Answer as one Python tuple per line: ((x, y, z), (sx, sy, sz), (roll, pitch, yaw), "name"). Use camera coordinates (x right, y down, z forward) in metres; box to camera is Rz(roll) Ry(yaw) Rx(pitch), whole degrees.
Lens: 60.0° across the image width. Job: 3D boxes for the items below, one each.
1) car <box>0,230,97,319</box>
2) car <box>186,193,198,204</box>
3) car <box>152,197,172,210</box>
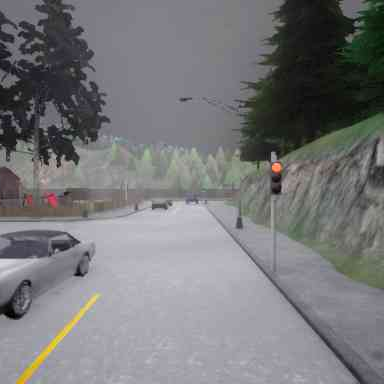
((-3.820, 1.601, 7.510), (1.895, 1.301, 4.718), (0, 0, 3), "car")
((0.051, 1.221, 62.528), (2.150, 2.045, 5.566), (0, 0, 0), "car")
((-4.064, 1.478, 42.896), (1.882, 1.535, 5.008), (0, 0, 0), "car")
